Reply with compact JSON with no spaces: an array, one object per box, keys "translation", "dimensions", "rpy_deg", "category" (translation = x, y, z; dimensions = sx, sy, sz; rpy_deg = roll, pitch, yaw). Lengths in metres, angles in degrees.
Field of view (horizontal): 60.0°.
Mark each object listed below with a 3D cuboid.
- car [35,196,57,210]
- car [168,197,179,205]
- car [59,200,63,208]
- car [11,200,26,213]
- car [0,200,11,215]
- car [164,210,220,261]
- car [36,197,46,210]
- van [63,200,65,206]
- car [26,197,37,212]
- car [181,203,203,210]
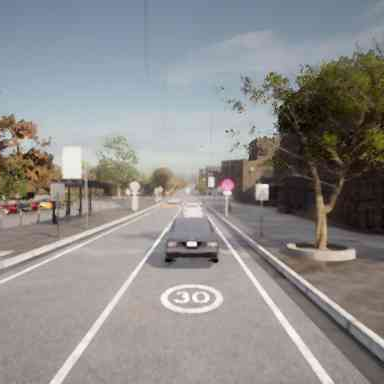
[{"translation":[-21.945,1.747,46.003],"dimensions":[5.366,1.575,1.946],"rpy_deg":[0,0,0],"category":"car"},{"translation":[-3.323,1.573,59.666],"dimensions":[1.895,1.301,4.718],"rpy_deg":[0,1,1],"category":"car"},{"translation":[-22.165,1.796,48.780],"dimensions":[4.792,1.488,2.163],"rpy_deg":[0,0,0],"category":"car"},{"translation":[-22.123,1.701,37.679],"dimensions":[5.008,1.535,2.097],"rpy_deg":[0,0,0],"category":"car"},{"translation":[-22.144,1.559,34.904],"dimensions":[4.553,1.767,2.185],"rpy_deg":[0,0,0],"category":"car"},{"translation":[0.008,1.627,12.510],"dimensions":[2.033,1.411,5.357],"rpy_deg":[0,0,0],"category":"car"},{"translation":[-22.156,1.763,43.228],"dimensions":[4.792,1.488,2.163],"rpy_deg":[0,0,0],"category":"car"},{"translation":[-22.023,1.558,51.555],"dimensions":[4.442,1.987,1.878],"rpy_deg":[0,0,0],"category":"van"},{"translation":[-22.116,1.718,40.454],"dimensions":[4.892,1.521,2.231],"rpy_deg":[0,0,0],"category":"car"},{"translation":[0.015,1.677,28.950],"dimensions":[1.812,1.442,4.674],"rpy_deg":[0,0,0],"category":"car"}]
